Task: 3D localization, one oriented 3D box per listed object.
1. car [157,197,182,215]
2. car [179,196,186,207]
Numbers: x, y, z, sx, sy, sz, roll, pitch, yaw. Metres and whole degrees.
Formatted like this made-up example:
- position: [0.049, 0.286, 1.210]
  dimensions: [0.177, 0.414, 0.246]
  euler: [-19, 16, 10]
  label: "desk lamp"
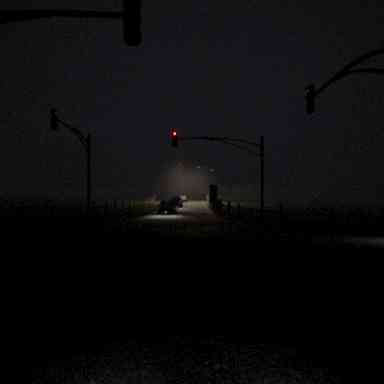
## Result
- position: [-2.465, 1.506, 34.216]
  dimensions: [2.033, 1.411, 5.357]
  euler: [0, 0, 0]
  label: "car"
- position: [-2.274, 1.444, 47.301]
  dimensions: [1.837, 1.490, 4.892]
  euler: [0, 2, 1]
  label: "car"
